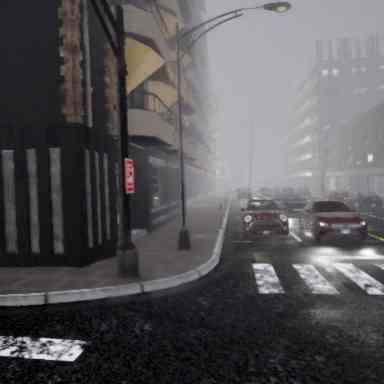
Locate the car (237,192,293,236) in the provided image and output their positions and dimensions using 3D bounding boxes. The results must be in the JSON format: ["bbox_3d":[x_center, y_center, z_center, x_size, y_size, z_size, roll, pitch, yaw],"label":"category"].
[{"bbox_3d":[3.203,1.030,15.211,1.967,1.590,4.097,-2,1,7],"label":"car"}]

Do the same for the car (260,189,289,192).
[{"bbox_3d":[8.044,0.676,32.755,1.895,1.301,4.718,-2,1,7],"label":"car"}]

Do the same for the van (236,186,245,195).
[{"bbox_3d":[9.502,-0.316,65.549,1.690,1.788,3.998,-2,1,7],"label":"van"}]

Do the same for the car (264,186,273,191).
[{"bbox_3d":[21.321,-1.042,92.468,1.887,1.381,4.507,-2,1,7],"label":"car"}]

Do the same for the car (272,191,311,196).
[{"bbox_3d":[6.790,0.884,22.875,1.994,1.385,4.181,-2,1,8],"label":"car"}]

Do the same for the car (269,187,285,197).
[{"bbox_3d":[13.862,-0.081,54.507,1.882,1.535,5.008,-2,1,7],"label":"car"}]

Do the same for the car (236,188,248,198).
[{"bbox_3d":[8.087,0.150,54.197,1.752,1.417,4.829,-2,1,7],"label":"car"}]

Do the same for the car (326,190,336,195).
[{"bbox_3d":[13.618,0.487,30.941,1.887,1.381,4.507,-2,1,7],"label":"car"}]

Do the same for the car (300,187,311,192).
[{"bbox_3d":[15.715,-0.033,47.719,1.967,1.590,4.097,-2,1,7],"label":"car"}]

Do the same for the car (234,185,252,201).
[{"bbox_3d":[6.699,0.213,43.175,2.192,1.841,5.009,-2,1,7],"label":"car"}]

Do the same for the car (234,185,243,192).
[{"bbox_3d":[12.302,-0.899,87.922,2.192,1.841,5.009,-2,1,7],"label":"car"}]

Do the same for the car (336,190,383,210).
[{"bbox_3d":[12.918,0.631,25.348,2.008,1.369,4.403,-2,1,7],"label":"car"}]

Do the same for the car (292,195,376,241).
[{"bbox_3d":[5.659,1.067,13.945,1.812,1.442,4.674,-2,1,7],"label":"car"}]

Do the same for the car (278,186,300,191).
[{"bbox_3d":[12.658,0.033,44.804,2.097,1.767,4.553,-2,1,7],"label":"car"}]

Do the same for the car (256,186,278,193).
[{"bbox_3d":[9.349,0.176,42.848,2.097,1.767,4.553,-2,1,8],"label":"car"}]
